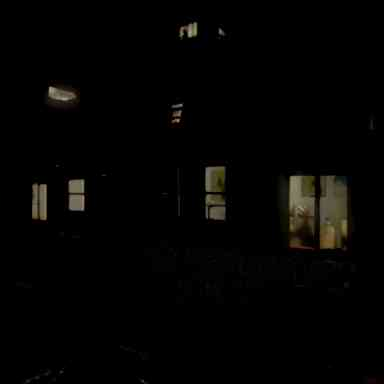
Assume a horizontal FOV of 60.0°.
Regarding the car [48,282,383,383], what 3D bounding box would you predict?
[{"bbox_3d":[0.721,1.442,2.351,4.097,1.590,1.967,0,0,35],"label":"car"}]
